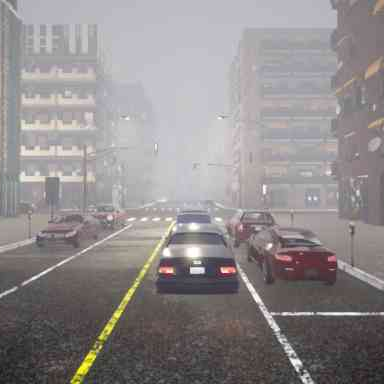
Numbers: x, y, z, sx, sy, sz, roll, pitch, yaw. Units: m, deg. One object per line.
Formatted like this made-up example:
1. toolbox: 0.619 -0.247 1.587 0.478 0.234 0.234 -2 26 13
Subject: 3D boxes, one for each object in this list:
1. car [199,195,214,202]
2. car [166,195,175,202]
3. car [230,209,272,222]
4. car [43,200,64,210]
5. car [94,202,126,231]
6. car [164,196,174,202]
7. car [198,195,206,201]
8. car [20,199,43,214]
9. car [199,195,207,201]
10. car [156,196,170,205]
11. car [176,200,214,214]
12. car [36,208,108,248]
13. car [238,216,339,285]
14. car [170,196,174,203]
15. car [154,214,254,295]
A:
1. car: 2.595 1.558 52.880 2.008 1.369 4.403 1 0 0
2. car: -5.274 1.554 81.208 1.887 1.381 4.507 1 0 0
3. car: 2.581 1.443 14.781 1.967 1.590 4.097 1 0 0
4. car: -17.608 1.589 39.703 4.313 1.339 1.947 0 -1 0
5. car: -5.305 1.444 20.311 1.967 1.590 4.097 1 0 0
6. car: -5.276 1.575 75.537 1.947 1.339 4.313 1 0 0
7. car: 2.609 1.560 86.905 2.008 1.369 4.403 1 0 0
8. car: -17.549 1.240 31.827 5.009 1.841 2.192 0 -1 0
9. car: 2.607 1.554 81.235 1.887 1.381 4.507 1 0 0
10. car: -5.283 1.533 58.354 1.752 1.417 4.829 1 0 0
11. car: 0.100 1.482 19.529 1.882 1.535 5.008 0 0 0
12. car: -5.305 1.585 14.762 1.802 1.307 4.206 1 0 0
13. car: 2.577 1.584 9.231 1.802 1.307 4.206 1 0 0
14. car: -5.278 1.534 69.696 1.752 1.417 4.829 1 0 0
15. car: 0.104 1.549 8.887 2.033 1.411 5.357 0 0 0
